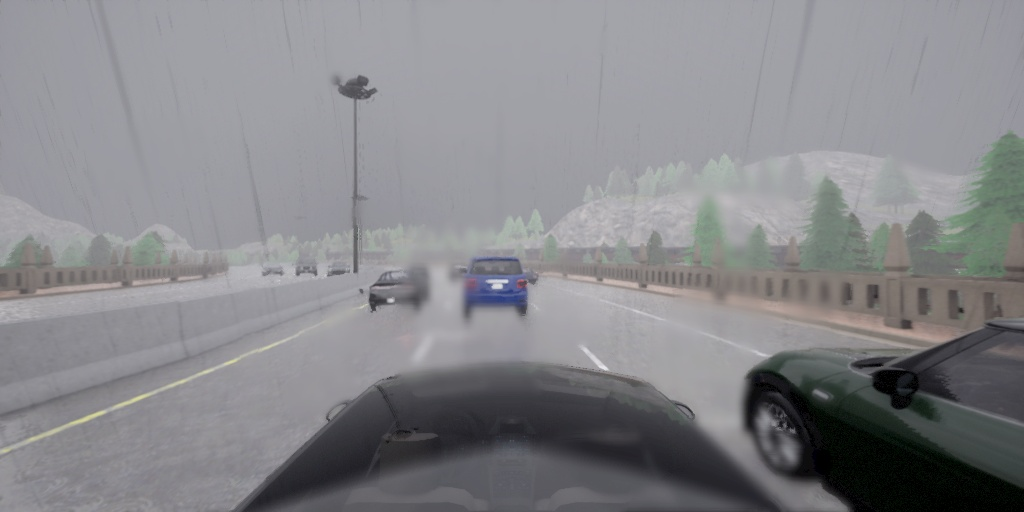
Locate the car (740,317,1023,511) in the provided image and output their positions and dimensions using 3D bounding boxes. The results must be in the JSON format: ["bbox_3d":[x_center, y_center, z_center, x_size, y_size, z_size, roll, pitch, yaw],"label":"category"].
[{"bbox_3d":[3.396,1.097,1.834,2.097,1.767,4.553,0,0,0],"label":"car"}]

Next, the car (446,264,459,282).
[{"bbox_3d":[-4.522,1.457,31.439,1.812,1.442,4.674,0,0,-17],"label":"car"}]

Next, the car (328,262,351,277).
[{"bbox_3d":[-18.383,1.394,38.254,2.097,1.767,4.553,0,0,-24],"label":"car"}]

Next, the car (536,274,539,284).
[{"bbox_3d":[0.467,1.486,26.646,1.895,1.301,4.718,0,0,-13],"label":"car"}]

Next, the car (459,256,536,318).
[{"bbox_3d":[-0.729,1.037,13.542,2.150,2.045,5.566,0,0,-6],"label":"car"}]

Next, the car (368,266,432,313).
[{"bbox_3d":[-4.420,1.325,14.664,2.128,1.511,4.902,0,0,-7],"label":"car"}]

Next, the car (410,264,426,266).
[{"bbox_3d":[-8.483,1.460,32.424,1.837,1.490,4.892,0,0,-18],"label":"car"}]

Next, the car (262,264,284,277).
[{"bbox_3d":[-28.269,1.662,42.599,1.812,1.442,4.674,0,0,-29],"label":"car"}]

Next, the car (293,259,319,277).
[{"bbox_3d":[-24.132,1.325,42.351,2.150,2.045,5.566,0,0,-27],"label":"car"}]
